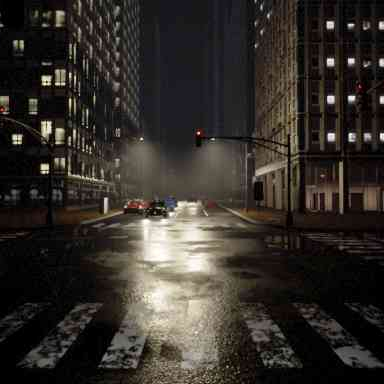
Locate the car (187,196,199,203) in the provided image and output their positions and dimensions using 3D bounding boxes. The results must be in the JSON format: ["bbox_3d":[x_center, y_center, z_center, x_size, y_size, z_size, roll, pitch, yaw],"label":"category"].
[{"bbox_3d":[0.044,1.589,70.996,1.994,1.385,4.181,0,0,0],"label":"car"}]

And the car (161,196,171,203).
[{"bbox_3d":[-5.710,1.573,72.748,1.887,1.381,4.507,1,0,0],"label":"car"}]

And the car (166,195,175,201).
[{"bbox_3d":[-5.718,1.587,89.473,2.008,1.369,4.403,1,0,0],"label":"car"}]

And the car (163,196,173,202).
[{"bbox_3d":[-5.712,1.581,78.323,2.008,1.369,4.403,1,0,0],"label":"car"}]

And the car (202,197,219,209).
[{"bbox_3d":[2.682,1.599,44.938,1.802,1.307,4.206,1,0,0],"label":"car"}]

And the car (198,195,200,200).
[{"bbox_3d":[2.675,1.590,61.671,1.947,1.339,4.313,1,0,0],"label":"car"}]

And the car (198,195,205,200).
[{"bbox_3d":[2.660,1.583,95.134,1.887,1.381,4.507,1,0,0],"label":"car"}]

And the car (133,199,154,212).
[{"bbox_3d":[-5.695,1.597,39.297,1.802,1.307,4.206,1,0,0],"label":"car"}]

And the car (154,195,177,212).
[{"bbox_3d":[-3.115,1.493,39.810,1.882,1.535,5.008,0,0,0],"label":"car"}]

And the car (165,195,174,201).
[{"bbox_3d":[-5.715,1.578,83.898,1.887,1.381,4.507,1,0,0],"label":"car"}]

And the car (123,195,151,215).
[{"bbox_3d":[-5.689,1.453,33.722,1.967,1.590,4.097,1,0,0],"label":"car"}]

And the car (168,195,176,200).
[{"bbox_3d":[-5.721,1.604,95.048,1.947,1.339,4.313,1,0,0],"label":"car"}]

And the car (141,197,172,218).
[{"bbox_3d":[-3.113,1.516,30.305,1.837,1.490,4.892,0,0,0],"label":"car"}]

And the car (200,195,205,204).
[{"bbox_3d":[2.679,1.547,56.264,1.752,1.417,4.829,1,0,0],"label":"car"}]

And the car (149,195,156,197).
[{"bbox_3d":[-5.692,1.332,44.872,2.192,1.841,5.009,1,0,0],"label":"car"}]
